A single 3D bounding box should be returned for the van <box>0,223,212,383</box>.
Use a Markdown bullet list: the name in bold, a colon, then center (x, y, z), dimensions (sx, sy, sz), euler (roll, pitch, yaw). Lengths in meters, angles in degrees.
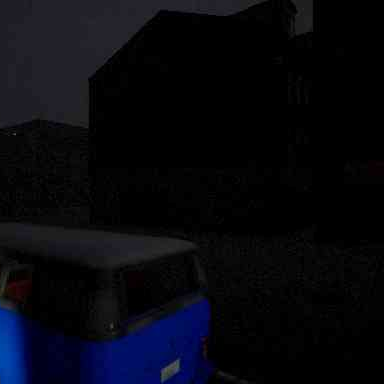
- **van**: center (-1.691, 1.339, 4.024), dimensions (3.998, 1.788, 1.690), euler (0, 0, 36)
